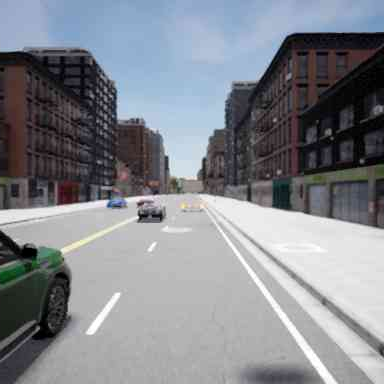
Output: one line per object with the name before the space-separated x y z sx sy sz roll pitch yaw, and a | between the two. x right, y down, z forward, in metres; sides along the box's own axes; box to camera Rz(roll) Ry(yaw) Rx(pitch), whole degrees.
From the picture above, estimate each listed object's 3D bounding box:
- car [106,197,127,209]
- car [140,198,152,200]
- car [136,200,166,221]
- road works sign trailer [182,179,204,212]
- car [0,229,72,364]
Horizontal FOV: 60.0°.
car | -9.774 1.387 43.468 1.882 1.535 5.008 0 0 0
car | -6.513 1.504 46.300 1.895 1.301 4.718 0 0 0
car | -3.110 1.542 26.831 1.895 1.301 4.718 0 0 0
road works sign trailer | 0.052 0.385 37.318 2.380 3.560 2.880 0 0 0
car | -3.142 1.213 3.399 2.150 2.045 5.566 0 0 0
